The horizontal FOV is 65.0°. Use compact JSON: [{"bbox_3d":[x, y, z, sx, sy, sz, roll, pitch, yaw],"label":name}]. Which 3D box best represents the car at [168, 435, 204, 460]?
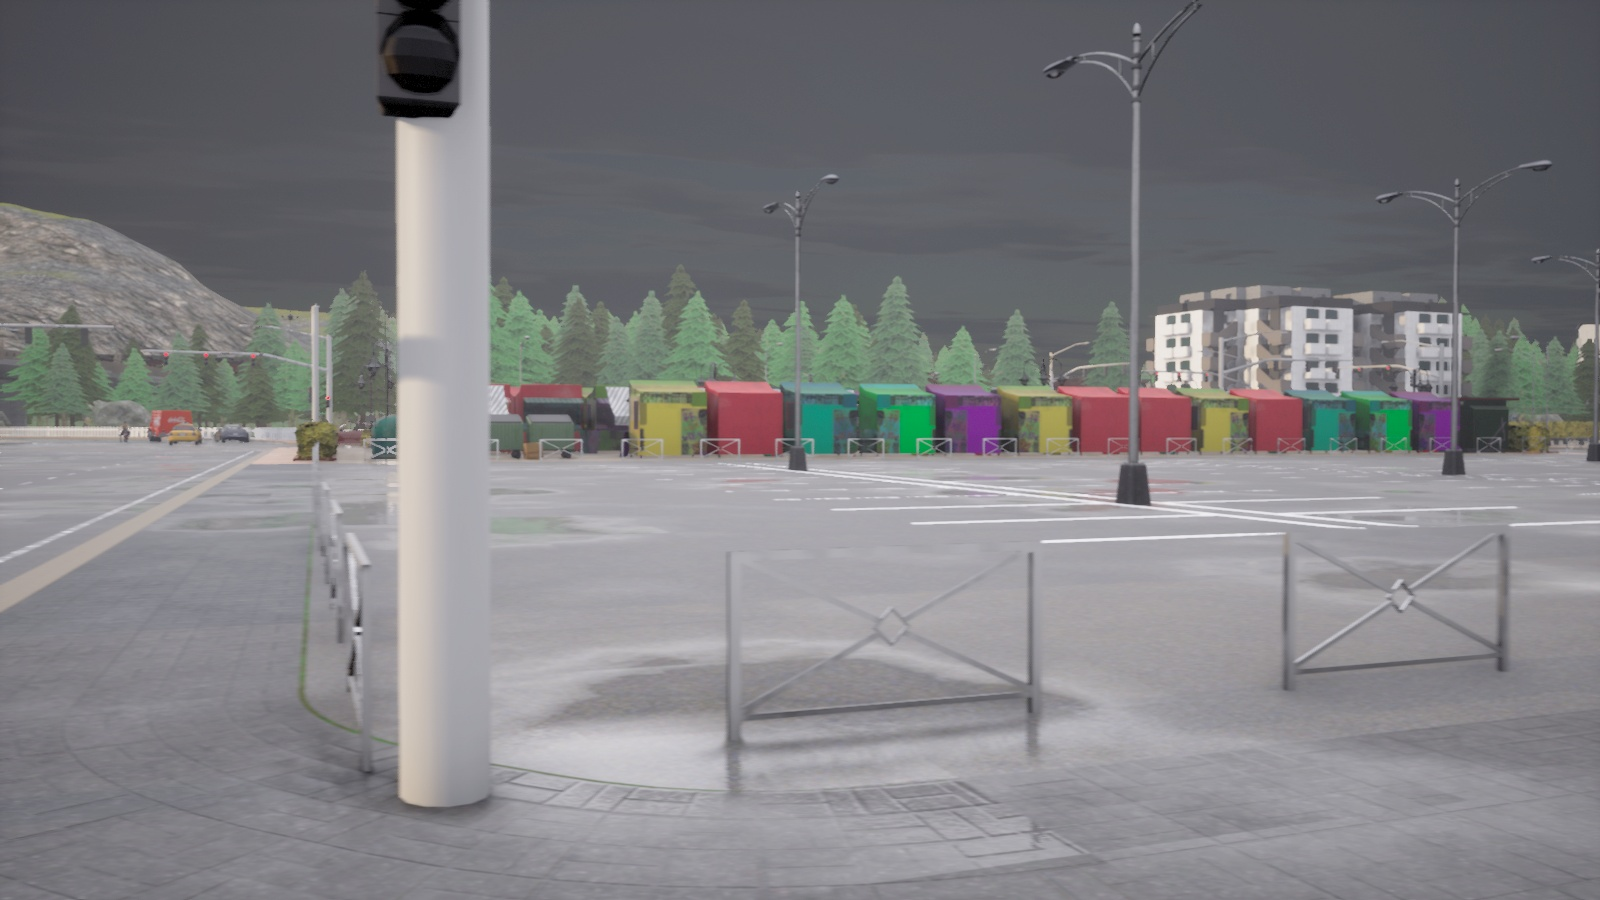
[{"bbox_3d":[-41.975,-0.203,85.916,1.801,1.575,5.366,-2,2,-22],"label":"car"}]

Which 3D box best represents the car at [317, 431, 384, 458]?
[{"bbox_3d":[-29.190,-0.358,81.561,3.988,1.617,1.851,-2,1,-21],"label":"car"}]
